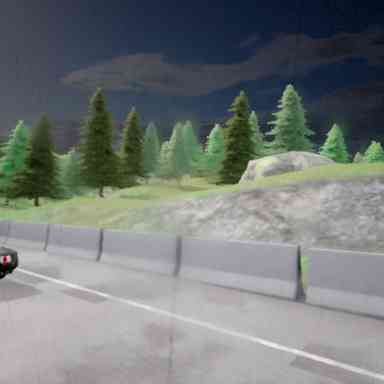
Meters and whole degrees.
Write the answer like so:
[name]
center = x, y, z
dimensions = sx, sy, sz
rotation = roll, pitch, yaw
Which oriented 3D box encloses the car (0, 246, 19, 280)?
[car]
center = -6.782, 1.715, 9.209
dimensions = 4.718, 1.301, 1.895
rotation = -1, -1, 38
